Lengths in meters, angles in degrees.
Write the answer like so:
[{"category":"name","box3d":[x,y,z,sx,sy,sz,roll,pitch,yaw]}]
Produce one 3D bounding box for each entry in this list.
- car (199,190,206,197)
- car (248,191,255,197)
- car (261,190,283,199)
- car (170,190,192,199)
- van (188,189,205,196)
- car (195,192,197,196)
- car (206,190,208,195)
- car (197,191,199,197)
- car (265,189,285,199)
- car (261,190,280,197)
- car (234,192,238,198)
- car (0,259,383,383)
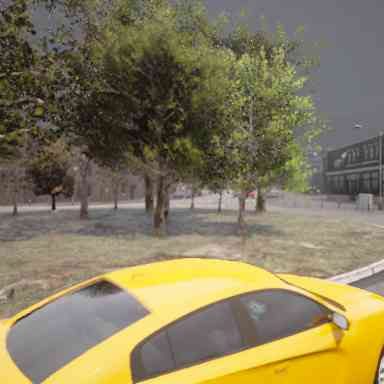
[{"category":"car","box3d":[0.119,0.287,89.367,5.566,2.045,2.435,0,1,11]},{"category":"car","box3d":[13.414,0.380,76.809,2.150,2.045,5.566,0,1,11]},{"category":"car","box3d":[17.441,0.534,72.740,4.553,1.767,2.185,0,1,11]},{"category":"car","box3d":[-3.028,0.729,73.123,4.553,1.767,2.185,0,1,11]},{"category":"van","box3d":[1.330,0.196,94.749,4.442,1.987,1.878,0,1,11]},{"category":"car","box3d":[-1.985,0.797,78.544,4.674,1.452,2.002,0,1,11]},{"category":"car","box3d":[0.866,0.476,92.035,5.366,1.575,1.946,0,1,11]},{"category":"car","box3d":[-1.425,0.580,81.241,4.553,1.767,2.185,0,1,11]},{"category":"car","box3d":[16.326,0.775,67.423,4.792,1.488,2.163,0,1,11]},{"category":"car","box3d":[19.064,0.371,80.923,4.553,1.767,2.185,0,1,11]},{"category":"car","box3d":[11.502,0.424,82.583,2.097,1.767,4.553,0,1,11]},{"category":"car","box3d":[0.244,1.455,3.340,5.008,1.535,1.882,-1,1,-33]}]
